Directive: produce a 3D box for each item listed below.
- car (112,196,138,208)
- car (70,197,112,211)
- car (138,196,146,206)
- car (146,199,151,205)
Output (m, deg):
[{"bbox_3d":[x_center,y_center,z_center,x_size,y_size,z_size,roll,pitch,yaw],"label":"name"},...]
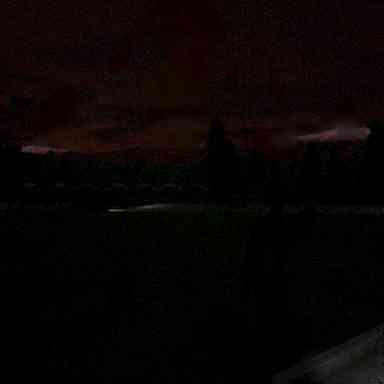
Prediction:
[{"bbox_3d":[-10.384,1.350,45.237,5.008,1.535,1.882,0,0,12],"label":"car"},{"bbox_3d":[-11.876,1.467,38.398,4.181,1.385,1.994,0,0,12],"label":"car"},{"bbox_3d":[-9.743,1.375,48.680,4.892,1.490,1.837,0,0,12],"label":"car"},{"bbox_3d":[-8.944,1.321,52.087,5.008,1.535,1.882,0,0,12],"label":"car"}]
